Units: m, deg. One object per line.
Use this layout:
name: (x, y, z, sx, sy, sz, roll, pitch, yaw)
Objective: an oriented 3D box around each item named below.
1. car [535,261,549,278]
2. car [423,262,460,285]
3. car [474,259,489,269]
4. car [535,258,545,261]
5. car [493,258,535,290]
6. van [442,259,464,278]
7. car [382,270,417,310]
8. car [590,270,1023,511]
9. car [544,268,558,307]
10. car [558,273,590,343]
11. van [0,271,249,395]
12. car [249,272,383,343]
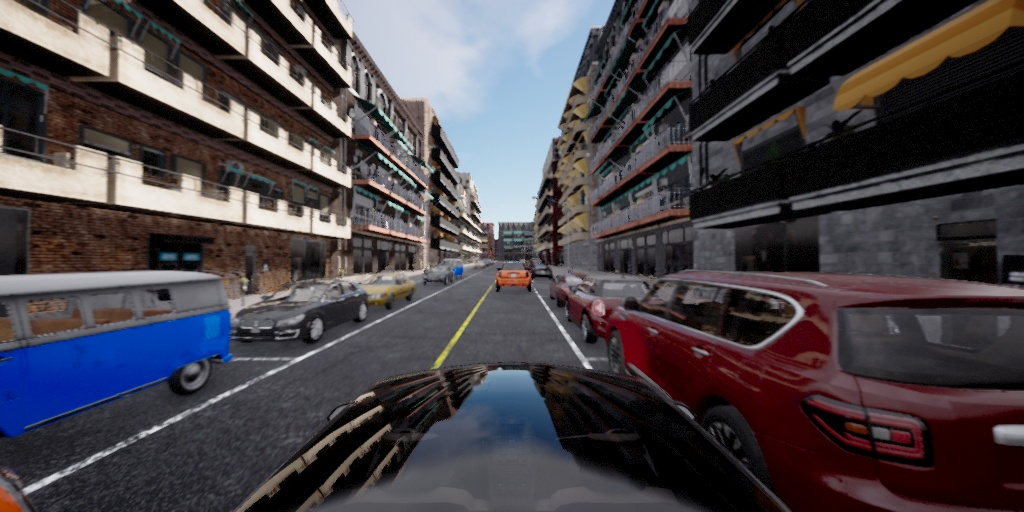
car: (2.558, 1.376, 31.891, 1.948, 1.339, 4.313, 0, 0, 0)
car: (-5.322, 1.347, 26.293, 2.007, 1.370, 4.403, 0, 0, 0)
car: (-5.331, 1.409, 59.507, 1.751, 1.417, 4.829, 0, 0, 0)
car: (2.556, 1.139, 37.455, 2.192, 1.841, 5.009, 0, 0, 0)
car: (0.095, 1.140, 22.662, 2.097, 1.767, 4.553, 0, 0, 0)
van: (-5.323, 1.151, 31.857, 1.690, 1.789, 3.998, 0, 0, 0)
car: (-5.319, 1.296, 14.994, 1.751, 1.417, 4.829, 0, 0, 0)
car: (2.565, 1.066, 4.075, 2.192, 1.841, 5.009, 0, 0, 0)
car: (2.562, 1.353, 15.199, 1.802, 1.307, 4.207, 0, 0, 0)
car: (2.564, 1.200, 9.639, 1.967, 1.591, 4.097, 0, 0, 0)
van: (-5.316, 1.092, 4.038, 1.690, 1.789, 3.998, 0, 0, 0)
car: (-5.317, 1.310, 9.602, 2.007, 1.370, 4.403, 0, 0, 0)
